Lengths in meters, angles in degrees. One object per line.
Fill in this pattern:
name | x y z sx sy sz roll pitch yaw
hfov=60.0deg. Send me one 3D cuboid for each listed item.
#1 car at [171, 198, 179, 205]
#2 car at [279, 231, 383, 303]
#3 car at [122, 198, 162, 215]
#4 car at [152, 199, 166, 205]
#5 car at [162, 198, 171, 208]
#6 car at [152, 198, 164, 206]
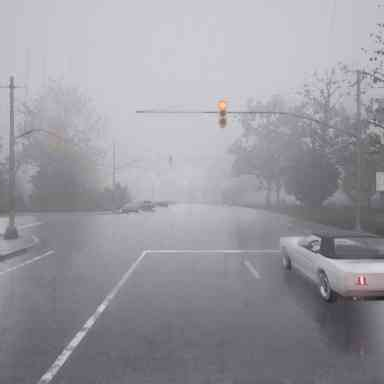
car | -4.979 2.248 73.788 1.895 1.301 4.718 0 -1 -19
car | 3.598 1.601 8.170 1.895 1.301 4.718 0 0 0
car | -5.376 1.517 34.551 1.837 1.490 4.892 0 0 22
car | -8.238 2.461 83.113 1.895 1.301 4.718 0 -1 -25
car | -4.665 1.664 51.481 1.882 1.535 5.008 0 -1 -6
car | -6.961 2.000 67.232 1.882 1.535 5.008 0 -1 -12
